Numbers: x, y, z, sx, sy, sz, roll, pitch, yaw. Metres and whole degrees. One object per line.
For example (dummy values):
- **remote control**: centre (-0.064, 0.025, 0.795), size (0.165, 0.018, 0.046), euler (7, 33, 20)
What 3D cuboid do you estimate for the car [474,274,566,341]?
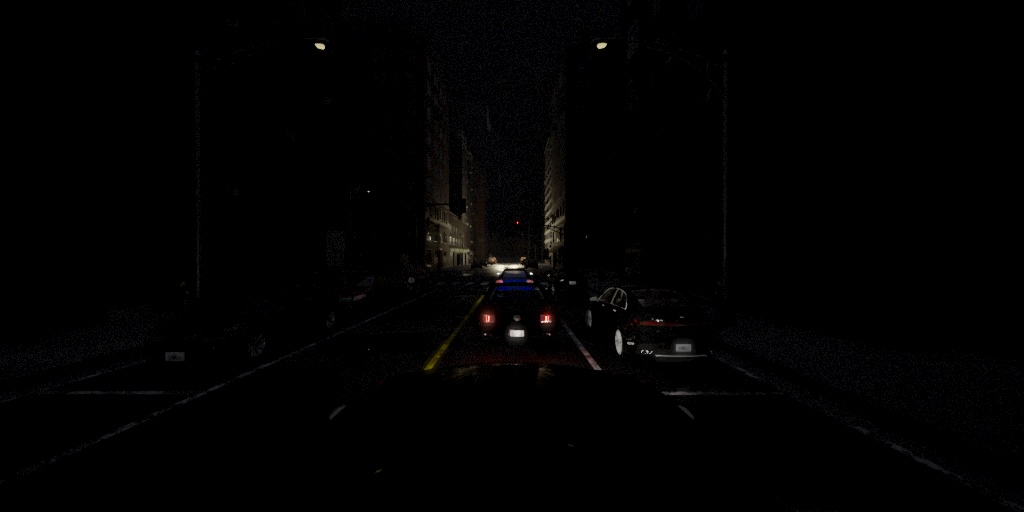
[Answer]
- **car**: centre (0.118, 1.351, 9.797), size (1.895, 1.301, 4.718), euler (0, 0, 0)

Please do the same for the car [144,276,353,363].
- **car**: centre (-5.650, 1.315, 8.197), size (1.948, 1.339, 4.313), euler (0, 0, 0)

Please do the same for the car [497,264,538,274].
- **car**: centre (0.145, 1.315, 18.556), size (1.994, 1.385, 4.181), euler (0, 0, 1)

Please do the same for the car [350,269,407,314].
- **car**: centre (-5.635, 1.332, 13.698), size (1.802, 1.307, 4.207), euler (0, 0, 0)

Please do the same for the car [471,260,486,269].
- **car**: centre (-5.477, 1.367, 56.301), size (1.802, 1.307, 4.207), euler (0, 0, 0)

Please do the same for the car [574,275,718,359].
- **car**: centre (2.875, 1.300, 8.172), size (2.007, 1.370, 4.403), euler (0, 0, 0)

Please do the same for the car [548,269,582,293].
- **car**: centre (2.907, 1.316, 19.175), size (1.948, 1.339, 4.313), euler (0, 0, 0)

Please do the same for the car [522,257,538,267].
- **car**: centre (3.048, 1.226, 56.264), size (1.967, 1.591, 4.097), euler (0, 0, 0)

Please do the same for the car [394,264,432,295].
- **car**: centre (-5.619, 1.190, 19.200), size (1.967, 1.591, 4.097), euler (0, 0, 0)
